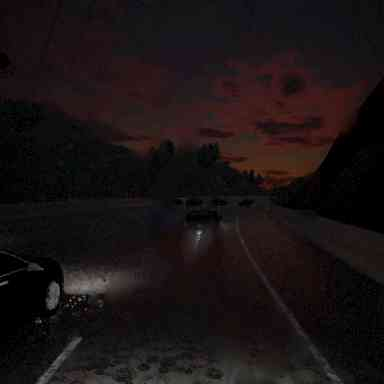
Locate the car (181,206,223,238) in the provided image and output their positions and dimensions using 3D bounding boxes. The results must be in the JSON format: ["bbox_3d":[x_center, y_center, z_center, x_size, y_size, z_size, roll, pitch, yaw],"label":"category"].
[{"bbox_3d":[0.627,1.640,17.915,1.895,1.301,4.718,1,0,6],"label":"car"}]

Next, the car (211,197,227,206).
[{"bbox_3d":[4.499,1.654,54.901,1.837,1.490,4.892,-1,0,18],"label":"car"}]

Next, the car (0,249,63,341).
[{"bbox_3d":[-3.455,1.473,4.556,1.837,1.490,4.892,0,0,2],"label":"car"}]

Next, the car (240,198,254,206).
[{"bbox_3d":[9.886,1.786,60.067,1.994,1.385,4.181,0,0,20],"label":"car"}]

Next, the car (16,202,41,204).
[{"bbox_3d":[-20.219,1.329,42.704,2.128,1.511,4.902,1,0,12],"label":"car"}]

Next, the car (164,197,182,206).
[{"bbox_3d":[-2.961,1.552,54.299,2.128,1.511,4.902,0,0,17],"label":"car"}]

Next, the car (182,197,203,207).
[{"bbox_3d":[0.453,1.604,53.566,1.837,1.490,4.892,-1,0,17],"label":"car"}]
